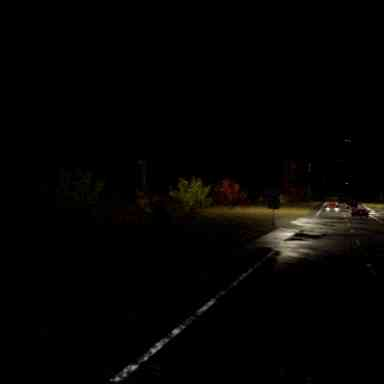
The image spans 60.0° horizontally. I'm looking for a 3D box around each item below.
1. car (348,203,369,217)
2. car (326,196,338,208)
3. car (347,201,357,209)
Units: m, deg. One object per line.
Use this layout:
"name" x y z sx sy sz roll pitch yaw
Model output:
"car" 22.543 2.604 44.727 1.994 1.385 4.181 1 0 23
"car" 27.699 2.188 65.674 2.097 1.767 4.553 1 1 23
"car" 30.442 2.428 63.193 1.837 1.490 4.892 1 1 23
